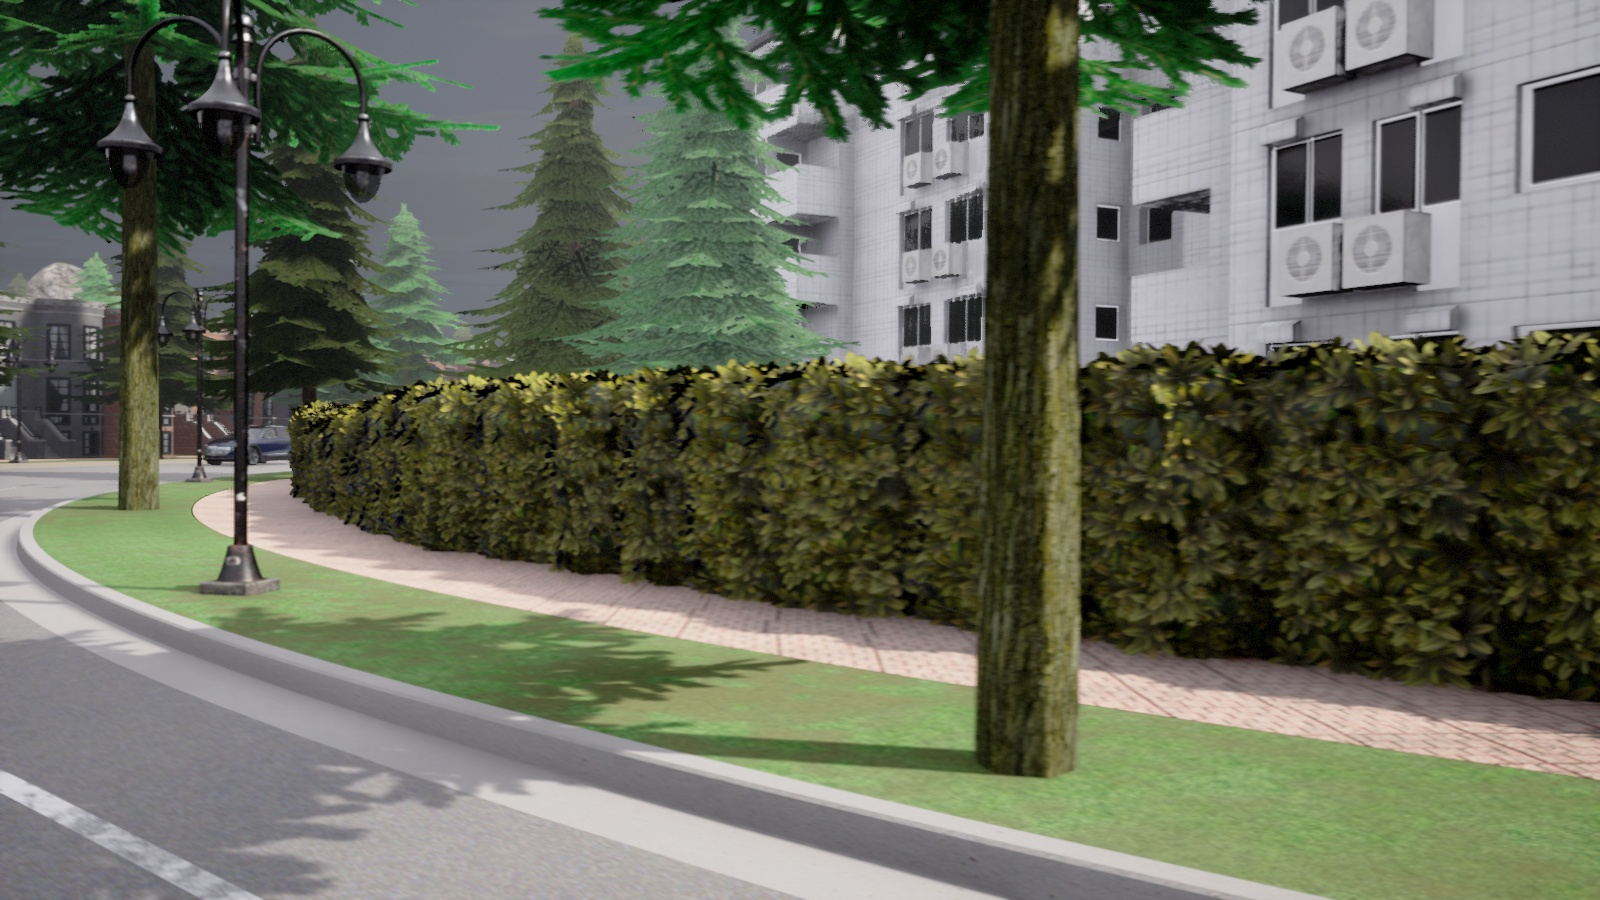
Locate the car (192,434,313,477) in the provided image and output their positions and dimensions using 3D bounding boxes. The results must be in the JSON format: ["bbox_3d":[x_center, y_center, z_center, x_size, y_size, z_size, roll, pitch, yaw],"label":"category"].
[{"bbox_3d":[-22.175,0.194,51.091,2.033,1.649,4.856,0,1,12],"label":"car"}]
